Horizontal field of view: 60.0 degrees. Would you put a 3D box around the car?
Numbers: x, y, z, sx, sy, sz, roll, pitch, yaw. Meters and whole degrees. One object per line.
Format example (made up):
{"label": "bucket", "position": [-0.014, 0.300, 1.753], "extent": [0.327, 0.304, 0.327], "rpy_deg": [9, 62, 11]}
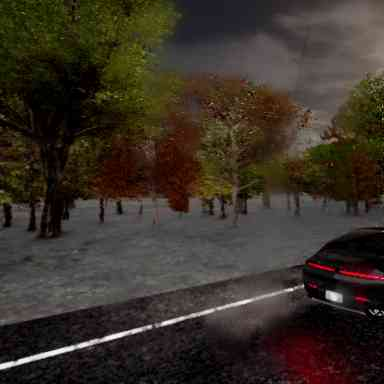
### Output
{"label": "car", "position": [4.351, 1.502, 6.983], "extent": [4.892, 1.490, 1.837], "rpy_deg": [0, 0, -36]}
